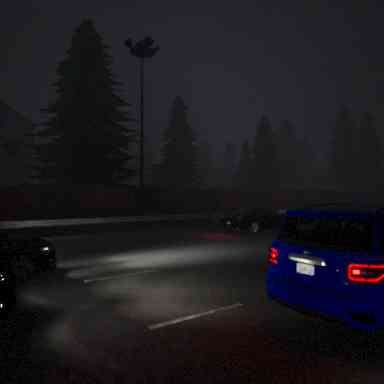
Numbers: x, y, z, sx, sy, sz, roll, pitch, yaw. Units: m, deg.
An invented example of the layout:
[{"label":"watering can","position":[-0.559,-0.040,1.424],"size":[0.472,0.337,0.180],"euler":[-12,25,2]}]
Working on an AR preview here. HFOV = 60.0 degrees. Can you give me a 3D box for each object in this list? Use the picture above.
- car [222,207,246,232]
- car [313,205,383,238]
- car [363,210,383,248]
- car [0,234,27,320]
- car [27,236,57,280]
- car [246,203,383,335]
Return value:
[{"label":"car","position":[4.010,1.536,19.506],"size":[5.008,1.535,1.882],"euler":[0,0,-36]},{"label":"car","position":[9.334,1.566,19.003],"size":[4.902,1.511,2.128],"euler":[0,0,-36]},{"label":"car","position":[9.976,1.572,15.163],"size":[4.892,1.490,1.837],"euler":[0,0,-36]},{"label":"car","position":[-5.385,1.212,4.205],"size":[5.566,2.045,2.150],"euler":[0,0,-35]},{"label":"car","position":[-5.950,1.490,8.101],"size":[4.902,1.511,2.128],"euler":[0,0,-36]},{"label":"car","position":[3.872,1.249,6.509],"size":[5.566,2.045,2.150],"euler":[0,0,-36]}]
